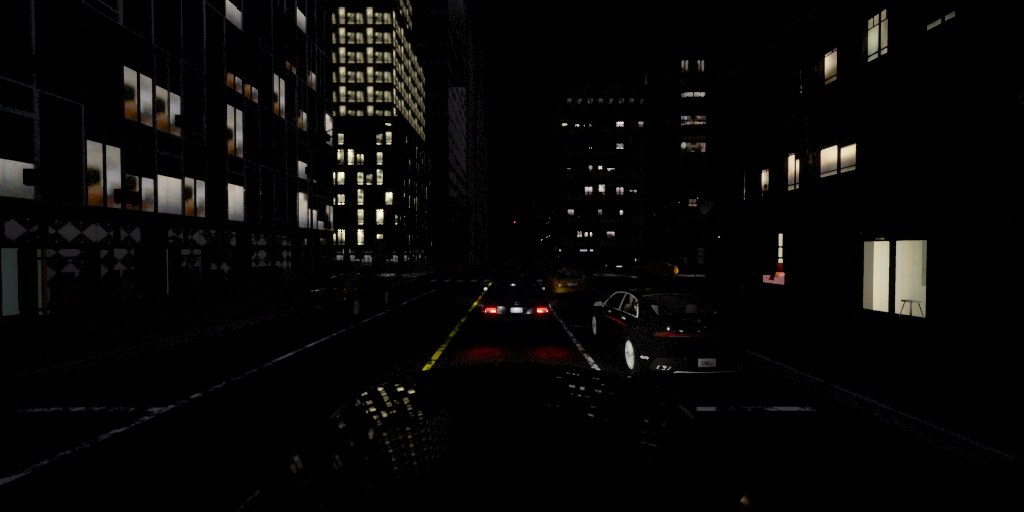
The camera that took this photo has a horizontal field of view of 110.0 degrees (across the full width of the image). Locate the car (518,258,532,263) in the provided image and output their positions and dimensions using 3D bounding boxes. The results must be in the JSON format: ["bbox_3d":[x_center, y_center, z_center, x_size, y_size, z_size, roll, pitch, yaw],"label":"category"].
[{"bbox_3d":[2.579,1.288,62.231,2.007,1.370,4.403,0,0,0],"label":"car"}]

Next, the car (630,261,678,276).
[{"bbox_3d":[15.452,1.336,39.196,5.008,1.535,1.882,0,1,1],"label":"car"}]

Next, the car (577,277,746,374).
[{"bbox_3d":[2.807,1.299,7.333,2.007,1.370,4.403,0,0,0],"label":"car"}]

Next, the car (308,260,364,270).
[{"bbox_3d":[-17.646,1.108,36.402,5.008,1.535,1.882,0,1,-1],"label":"car"}]

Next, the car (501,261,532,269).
[{"bbox_3d":[0.057,1.249,21.193,1.837,1.490,4.892,0,0,0],"label":"car"}]

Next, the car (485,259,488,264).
[{"bbox_3d":[-5.802,1.303,62.216,1.948,1.339,4.313,0,0,0],"label":"car"}]

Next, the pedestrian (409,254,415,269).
[{"bbox_3d":[-12.628,0.669,45.066,0.375,1.860,0.375,0,0,1],"label":"pedestrian"}]

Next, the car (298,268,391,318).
[{"bbox_3d":[-5.843,1.292,13.020,1.888,1.381,4.507,0,0,0],"label":"car"}]

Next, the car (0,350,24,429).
[{"bbox_3d":[-5.796,1.300,1.730,2.007,1.370,4.403,0,0,0],"label":"car"}]

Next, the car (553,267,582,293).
[{"bbox_3d":[2.787,1.271,18.792,1.751,1.417,4.829,0,0,0],"label":"car"}]

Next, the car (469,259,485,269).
[{"bbox_3d":[-5.791,1.263,56.392,1.751,1.417,4.829,0,0,0],"label":"car"}]

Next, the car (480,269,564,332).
[{"bbox_3d":[0.085,1.295,10.770,2.033,1.411,5.357,0,0,0],"label":"car"}]
